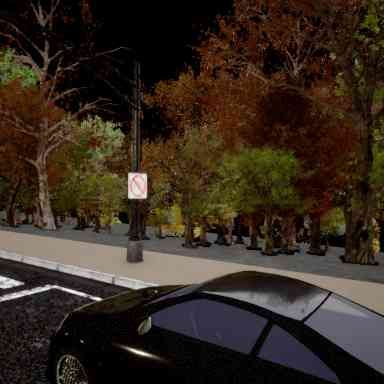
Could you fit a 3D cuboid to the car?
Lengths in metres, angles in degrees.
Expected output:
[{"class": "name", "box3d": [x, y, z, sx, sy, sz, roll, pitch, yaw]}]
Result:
[{"class": "car", "box3d": [0.382, 1.564, 3.414, 4.181, 1.385, 1.994, 0, 0, 36]}]
